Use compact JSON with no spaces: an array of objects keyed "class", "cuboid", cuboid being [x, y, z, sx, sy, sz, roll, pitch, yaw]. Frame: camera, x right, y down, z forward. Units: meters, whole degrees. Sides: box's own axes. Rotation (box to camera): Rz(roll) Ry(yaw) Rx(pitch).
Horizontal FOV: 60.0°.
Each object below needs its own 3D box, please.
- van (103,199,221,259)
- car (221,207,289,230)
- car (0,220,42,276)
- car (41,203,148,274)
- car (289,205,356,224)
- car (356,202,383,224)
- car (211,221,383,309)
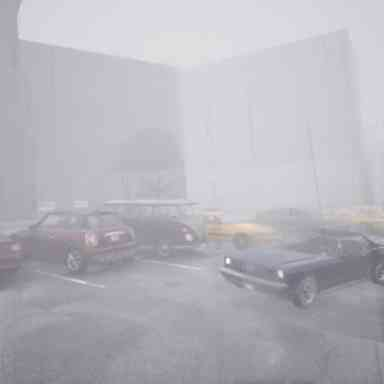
[{"class":"van","cuboid":[-1.433,1.259,12.423,4.442,1.987,1.878,-1,-1,35]},{"class":"car","cuboid":[1.059,1.486,14.124,5.366,1.575,1.946,-1,-1,34]},{"class":"car","cuboid":[-6.399,1.539,8.999,4.674,1.452,2.002,-1,0,35]},{"class":"car","cuboid":[-3.943,1.364,10.721,4.553,1.767,2.185,-1,0,35]},{"class":"car","cuboid":[5.792,1.546,17.701,4.792,1.488,2.163,-1,-1,34]},{"class":"car","cuboid":[8.346,1.532,19.361,5.366,1.575,1.946,-1,-1,34]},{"class":"car","cuboid":[2.954,1.589,7.938,4.718,1.301,1.895,0,0,-35]}]
